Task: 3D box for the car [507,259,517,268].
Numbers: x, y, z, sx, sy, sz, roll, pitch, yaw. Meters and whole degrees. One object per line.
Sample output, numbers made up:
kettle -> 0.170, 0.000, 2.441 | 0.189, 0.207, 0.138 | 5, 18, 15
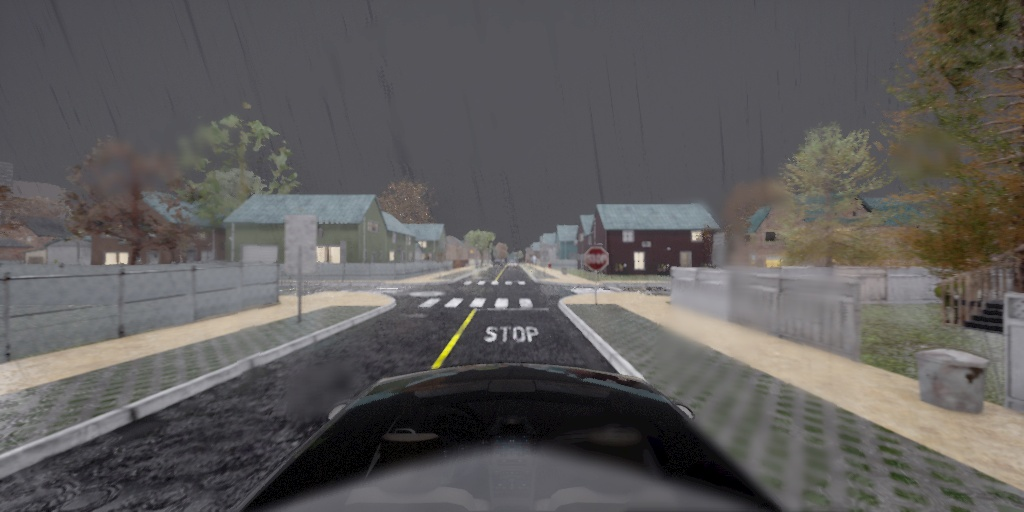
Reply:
car -> -0.002, 1.571, 65.166 | 1.895, 1.301, 4.718 | 0, 0, 0
